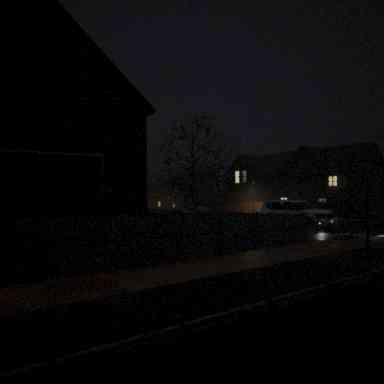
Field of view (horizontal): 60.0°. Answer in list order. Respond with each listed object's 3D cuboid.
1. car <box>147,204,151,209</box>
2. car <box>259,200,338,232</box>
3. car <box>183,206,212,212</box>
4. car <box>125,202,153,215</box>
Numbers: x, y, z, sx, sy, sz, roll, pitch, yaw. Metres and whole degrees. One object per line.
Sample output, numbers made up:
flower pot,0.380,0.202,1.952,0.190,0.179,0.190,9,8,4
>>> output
car,-6.614,2.387,42.178,1.837,1.490,4.892,-1,1,-36
car,7.134,1.551,23.039,2.150,2.045,5.566,-1,-1,-36
car,0.849,2.110,31.772,1.812,1.442,4.674,-1,-1,-36
car,-7.836,2.342,48.811,2.097,1.767,4.553,-1,-1,-35
